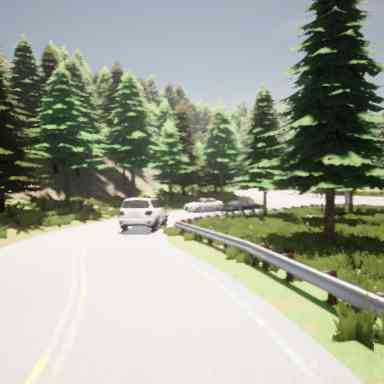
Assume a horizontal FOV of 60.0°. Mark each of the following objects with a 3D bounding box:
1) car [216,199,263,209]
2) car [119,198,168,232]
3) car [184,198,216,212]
[{"bbox_3d":[5.438,1.485,34.644,5.357,1.411,2.033,-2,4,-37],"label":"car"},{"bbox_3d":[-3.017,1.384,21.628,2.150,2.045,5.566,-1,0,6],"label":"car"},{"bbox_3d":[1.244,1.388,35.480,4.674,1.442,1.812,-2,4,-40],"label":"car"}]
